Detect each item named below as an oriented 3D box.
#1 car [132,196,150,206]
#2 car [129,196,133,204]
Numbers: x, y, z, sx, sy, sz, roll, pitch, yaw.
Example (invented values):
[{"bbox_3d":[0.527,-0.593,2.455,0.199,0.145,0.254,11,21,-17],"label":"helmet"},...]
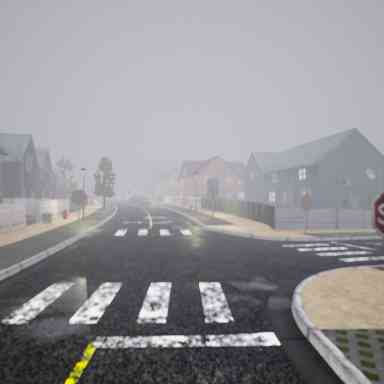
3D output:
[{"bbox_3d":[-8.199,1.528,55.542,2.033,1.411,5.357,0,0,-17],"label":"car"},{"bbox_3d":[-11.302,1.476,65.554,1.882,1.535,5.008,0,0,-17],"label":"car"}]
